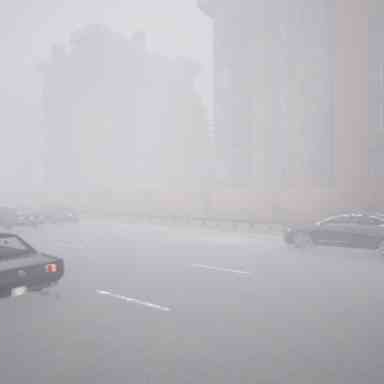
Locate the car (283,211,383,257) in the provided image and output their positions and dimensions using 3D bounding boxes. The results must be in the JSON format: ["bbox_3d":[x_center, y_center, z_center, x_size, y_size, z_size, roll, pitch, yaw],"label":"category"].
[{"bbox_3d":[5.971,1.490,12.631,4.902,1.511,2.128,0,0,36],"label":"car"}]

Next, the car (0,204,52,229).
[{"bbox_3d":[-11.309,1.546,20.675,5.357,1.411,2.033,0,0,36],"label":"car"}]

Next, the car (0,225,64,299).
[{"bbox_3d":[-5.091,1.601,7.631,4.718,1.301,1.895,0,0,36],"label":"car"}]

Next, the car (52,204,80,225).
[{"bbox_3d":[-10.044,1.563,24.071,4.181,1.385,1.994,0,0,36],"label":"car"}]
